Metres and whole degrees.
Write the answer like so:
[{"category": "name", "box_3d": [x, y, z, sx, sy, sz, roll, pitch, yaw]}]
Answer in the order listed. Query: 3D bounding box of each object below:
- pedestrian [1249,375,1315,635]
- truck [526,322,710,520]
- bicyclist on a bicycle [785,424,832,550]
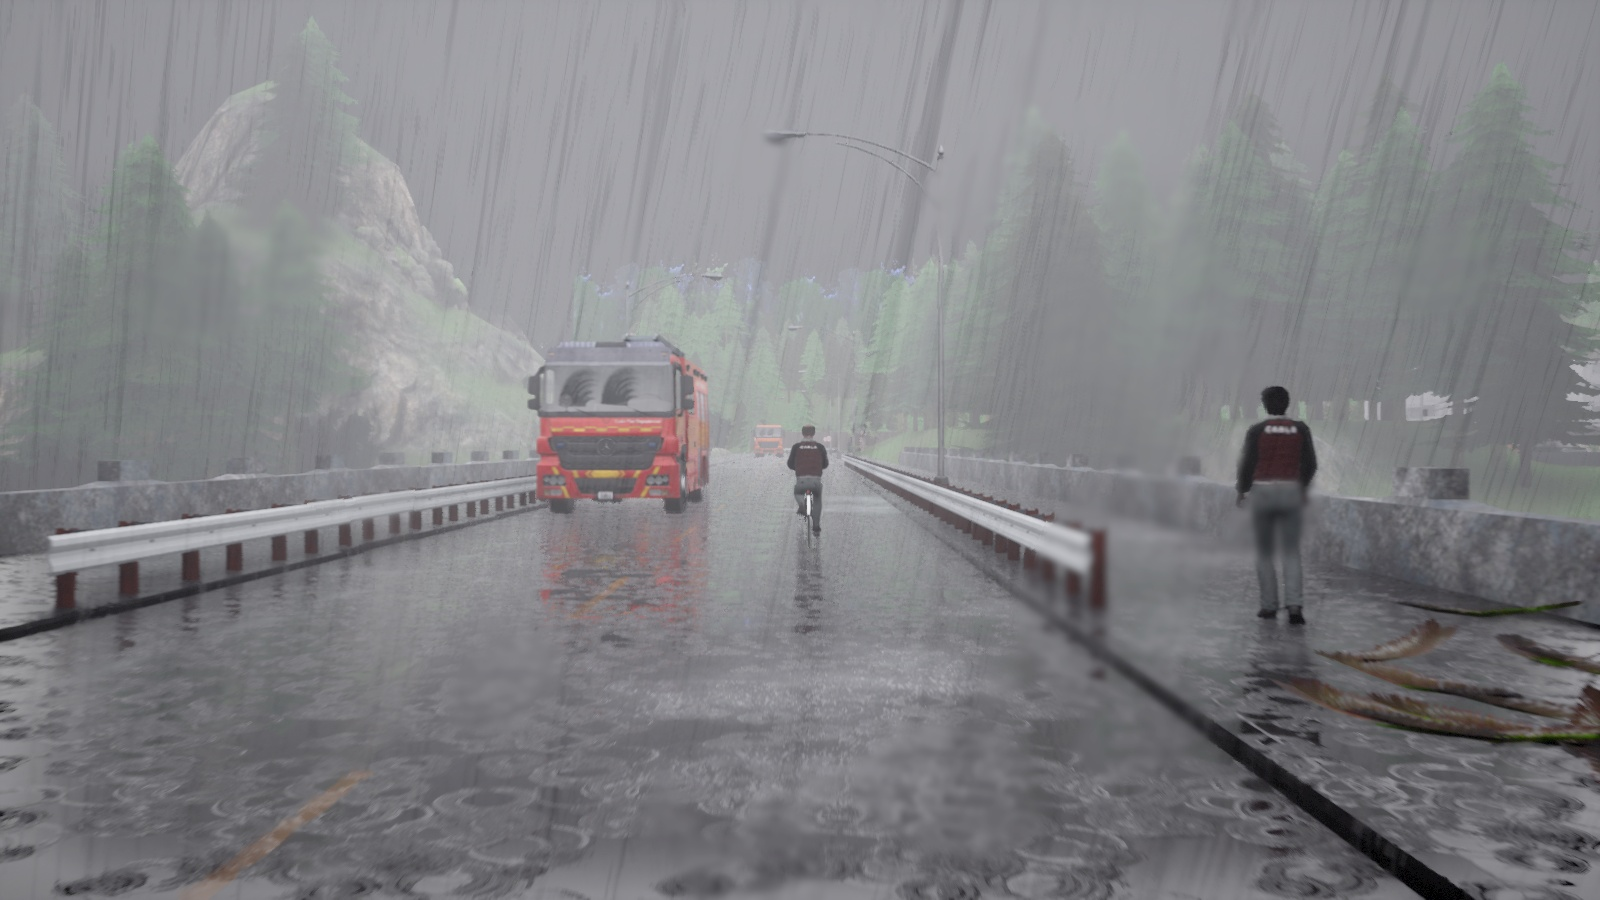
[{"category": "pedestrian", "box_3d": [3.707, 0.403, 9.685, 0.402, 1.930, 0.666, 0, 0, 15]}, {"category": "truck", "box_3d": [-3.815, -0.582, 28.466, 2.891, 3.827, 8.468, 0, 0, 0]}, {"category": "bicyclist on a bicycle", "box_3d": [0.126, 0.512, 18.595, 0.659, 1.776, 1.843, 0, 0, 0]}]
